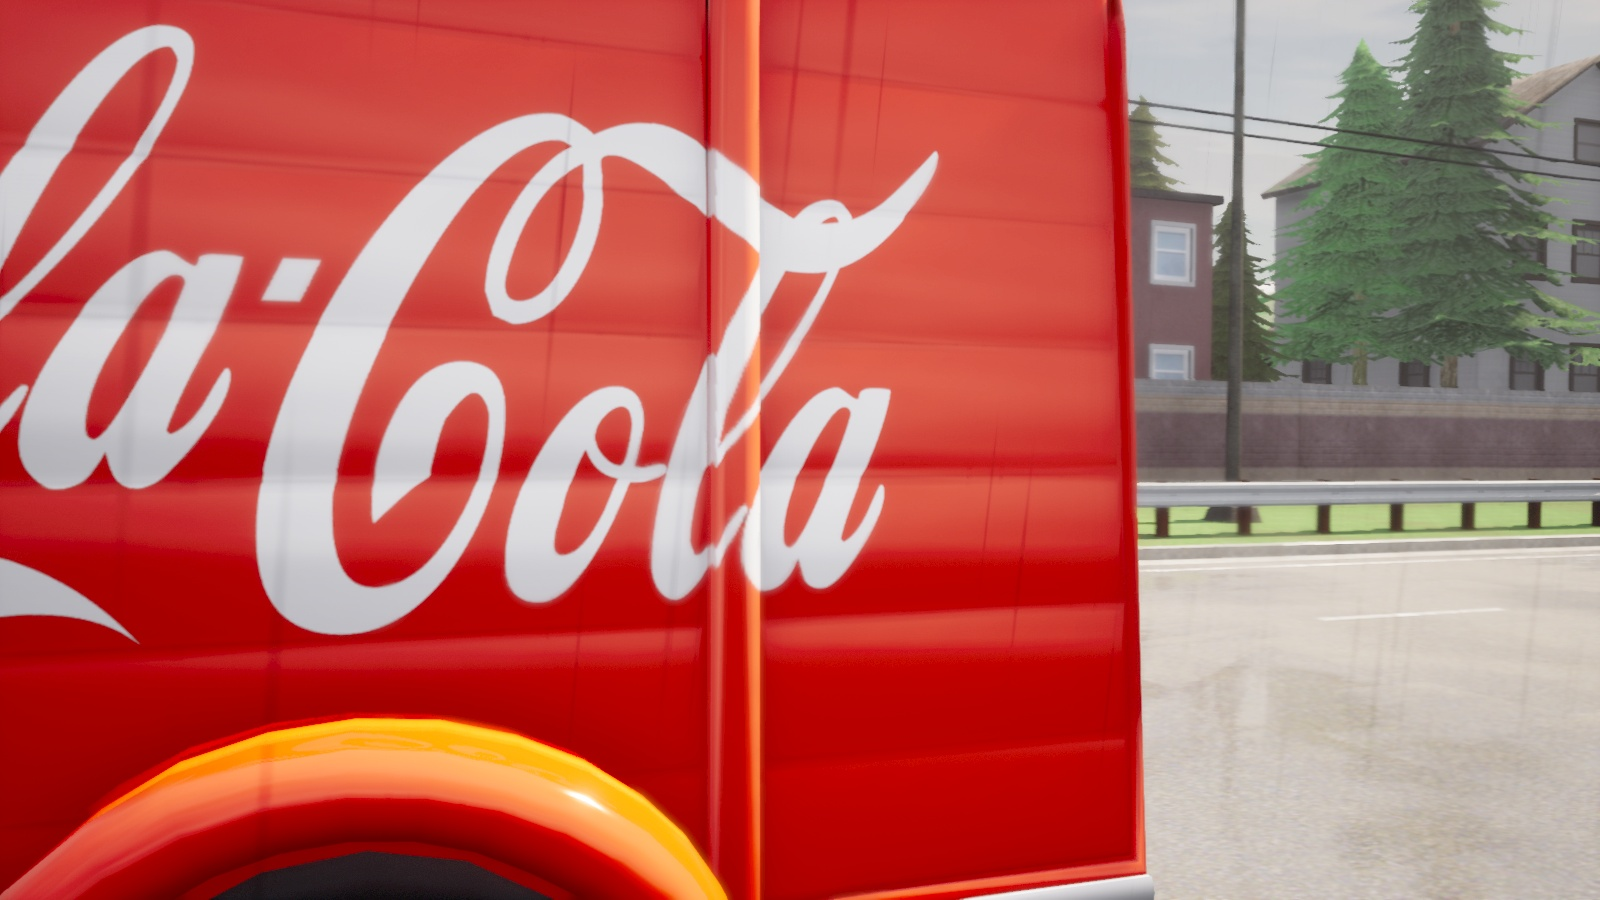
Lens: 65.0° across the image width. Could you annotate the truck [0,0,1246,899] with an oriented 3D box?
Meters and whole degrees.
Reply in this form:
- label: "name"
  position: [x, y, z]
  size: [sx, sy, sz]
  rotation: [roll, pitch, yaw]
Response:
- label: "truck"
  position: [-2.153, 0.292, 2.416]
  size: [5.204, 2.467, 2.627]
  rotation: [-1, 1, -21]
